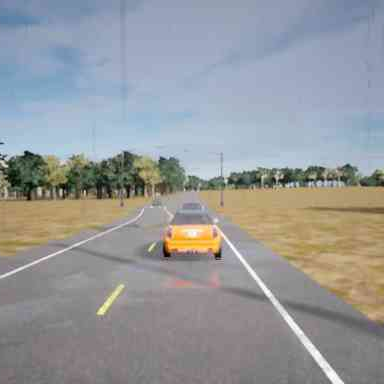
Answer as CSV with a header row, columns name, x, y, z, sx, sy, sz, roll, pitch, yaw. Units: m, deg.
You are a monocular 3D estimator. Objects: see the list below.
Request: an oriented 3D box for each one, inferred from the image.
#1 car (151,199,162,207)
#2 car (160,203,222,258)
name,x,y,z,sx,sy,sz,roll,pitch,yaw
car,-6.953,2.073,65.616,1.837,1.490,4.892,0,0,-1
car,0.023,1.489,13.462,2.097,1.767,4.553,0,-1,0
